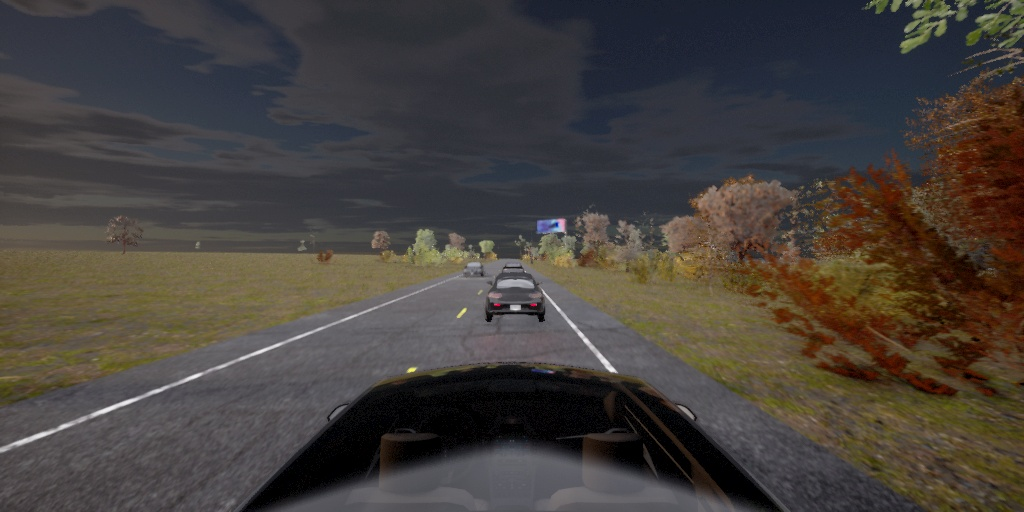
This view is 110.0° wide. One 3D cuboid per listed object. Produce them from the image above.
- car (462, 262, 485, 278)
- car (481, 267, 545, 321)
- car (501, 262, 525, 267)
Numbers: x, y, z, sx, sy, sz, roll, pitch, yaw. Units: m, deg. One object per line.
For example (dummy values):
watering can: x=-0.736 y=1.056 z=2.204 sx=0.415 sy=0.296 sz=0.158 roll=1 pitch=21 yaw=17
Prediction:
car: x=-3.588 y=1.288 z=34.615 sx=1.812 sy=1.442 sz=4.674 roll=0 pitch=0 yaw=0
car: x=0.099 y=1.278 z=12.347 sx=1.812 sy=1.442 sz=4.674 roll=0 pitch=0 yaw=0
car: x=0.096 y=1.251 z=30.146 sx=2.128 sy=1.511 sz=4.902 roll=0 pitch=0 yaw=0
